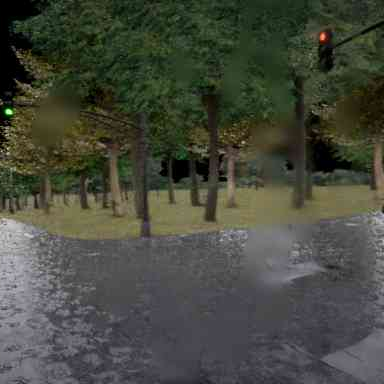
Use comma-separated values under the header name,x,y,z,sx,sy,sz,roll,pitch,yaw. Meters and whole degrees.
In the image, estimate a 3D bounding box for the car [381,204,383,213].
name,x,y,z,sx,sy,sz,roll,pitch,yaw
car,13.223,0.558,19.229,5.357,1.411,2.033,-3,1,-31
